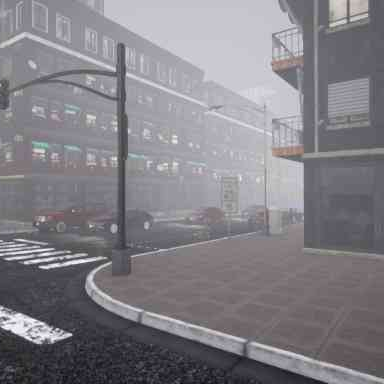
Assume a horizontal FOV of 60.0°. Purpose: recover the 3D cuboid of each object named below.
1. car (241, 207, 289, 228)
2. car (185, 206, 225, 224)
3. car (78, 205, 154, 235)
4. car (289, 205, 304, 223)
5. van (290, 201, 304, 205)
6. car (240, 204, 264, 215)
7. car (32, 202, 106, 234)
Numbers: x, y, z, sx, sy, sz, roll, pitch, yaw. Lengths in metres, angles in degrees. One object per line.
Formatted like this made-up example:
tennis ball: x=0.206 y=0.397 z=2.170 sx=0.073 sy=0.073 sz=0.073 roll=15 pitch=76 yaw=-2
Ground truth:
car: x=5.786 y=2.048 z=26.153 sx=1.802 sy=1.307 sz=4.206 roll=-2 pitch=-2 yaw=35
car: x=1.322 y=2.020 z=29.782 sx=1.812 sy=1.442 sz=4.674 roll=0 pitch=-1 yaw=35
car: x=-4.533 y=1.814 z=21.479 sx=1.837 sy=1.490 sz=4.892 roll=0 pitch=-1 yaw=35
car: x=9.057 y=2.121 z=30.803 sx=2.008 sy=1.369 sz=4.403 roll=-2 pitch=-2 yaw=35
van: x=18.554 y=2.464 z=58.802 sx=1.690 sy=1.788 sz=3.998 roll=-2 pitch=-2 yaw=35
car: x=7.297 y=2.189 z=38.259 sx=1.837 sy=1.490 sz=4.892 roll=0 pitch=-1 yaw=36
car: x=-7.619 y=1.604 z=21.620 sx=2.192 sy=1.841 sz=5.009 roll=-1 pitch=-2 yaw=35
